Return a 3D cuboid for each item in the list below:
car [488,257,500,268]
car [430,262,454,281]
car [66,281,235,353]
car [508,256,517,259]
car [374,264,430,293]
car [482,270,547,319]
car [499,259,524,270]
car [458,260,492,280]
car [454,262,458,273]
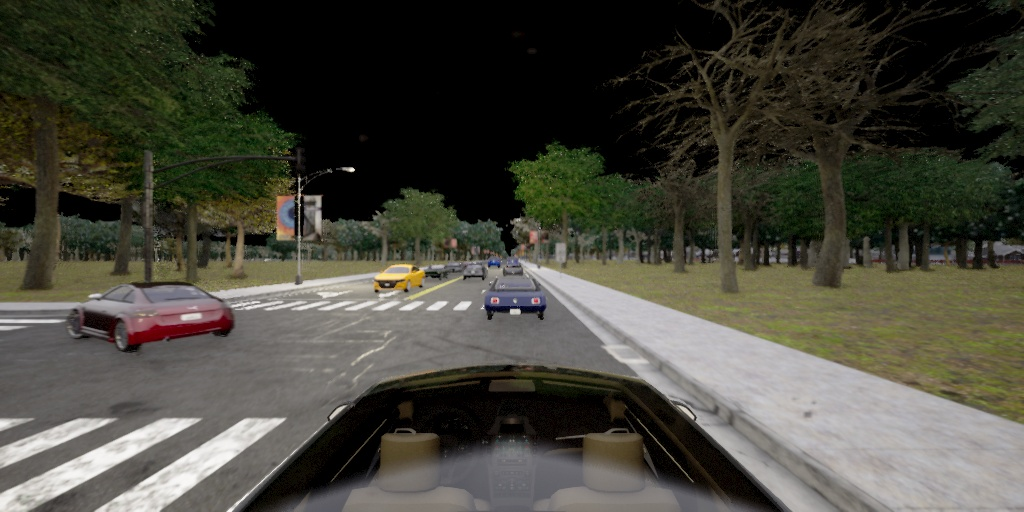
[{"bbox_3d":[-3.156,1.109,64.972,2.150,2.045,5.566,0,0,0],"label":"car"},{"bbox_3d":[-6.584,1.402,30.845,1.895,1.301,4.718,0,0,0],"label":"car"},{"bbox_3d":[-8.922,1.323,8.897,4.181,1.385,1.994,0,0,27],"label":"car"},{"bbox_3d":[0.095,1.099,64.993,2.150,2.045,5.566,0,-1,0],"label":"car"},{"bbox_3d":[-6.596,1.261,21.439,1.882,1.535,5.008,0,0,0],"label":"car"},{"bbox_3d":[0.101,1.369,12.871,1.895,1.301,4.718,0,0,0],"label":"car"},{"bbox_3d":[0.104,1.300,34.411,2.128,1.511,4.902,0,0,0],"label":"car"},{"bbox_3d":[-3.149,1.350,31.512,2.033,1.411,5.357,0,0,0],"label":"car"},{"bbox_3d":[-6.554,1.388,40.903,1.994,1.385,4.181,0,0,0],"label":"car"}]
